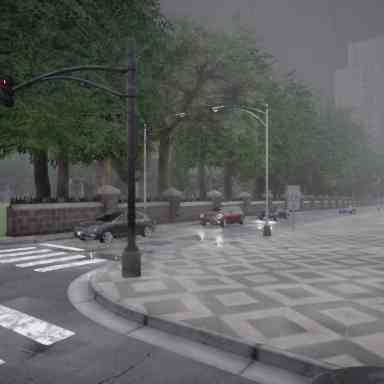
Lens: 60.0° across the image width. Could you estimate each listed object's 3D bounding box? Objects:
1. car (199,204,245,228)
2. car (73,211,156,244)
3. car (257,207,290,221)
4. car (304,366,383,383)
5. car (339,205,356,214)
[{"bbox_3d":[2.507,1.861,26.915,2.097,1.767,4.553,0,-1,35],"label":"car"},{"bbox_3d":[-3.952,1.788,17.732,1.837,1.490,4.892,0,-2,35],"label":"car"},{"bbox_3d":[8.989,2.294,36.127,2.033,1.411,5.357,0,-1,35],"label":"car"},{"bbox_3d":[2.454,1.551,1.218,4.403,1.369,2.008,0,0,35],"label":"car"},{"bbox_3d":[24.836,2.782,53.107,2.033,1.411,5.357,0,-1,34],"label":"car"}]
